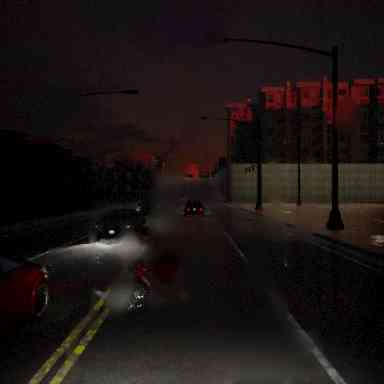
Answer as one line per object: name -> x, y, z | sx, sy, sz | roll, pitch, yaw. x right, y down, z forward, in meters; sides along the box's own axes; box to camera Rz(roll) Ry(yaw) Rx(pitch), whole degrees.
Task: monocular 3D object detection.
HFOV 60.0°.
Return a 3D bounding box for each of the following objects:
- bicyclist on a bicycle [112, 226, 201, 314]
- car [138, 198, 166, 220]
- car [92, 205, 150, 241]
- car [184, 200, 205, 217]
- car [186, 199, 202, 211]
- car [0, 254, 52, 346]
bicyclist on a bicycle -> -0.665, 1.455, 6.116 | 1.656, 1.620, 0.582 | -2, 0, 0
car -> -3.442, 1.352, 28.323 | 2.097, 1.767, 4.553 | 0, 0, 1
car -> -3.489, 1.564, 16.512 | 1.994, 1.385, 4.181 | 0, 0, 1
car -> 0.235, 1.547, 31.343 | 2.033, 1.411, 5.357 | 0, 0, 0
car -> 0.278, 1.601, 41.696 | 1.895, 1.301, 4.718 | 0, 0, 0
car -> -3.575, 1.564, 4.444 | 1.994, 1.385, 4.181 | 0, 0, 0
